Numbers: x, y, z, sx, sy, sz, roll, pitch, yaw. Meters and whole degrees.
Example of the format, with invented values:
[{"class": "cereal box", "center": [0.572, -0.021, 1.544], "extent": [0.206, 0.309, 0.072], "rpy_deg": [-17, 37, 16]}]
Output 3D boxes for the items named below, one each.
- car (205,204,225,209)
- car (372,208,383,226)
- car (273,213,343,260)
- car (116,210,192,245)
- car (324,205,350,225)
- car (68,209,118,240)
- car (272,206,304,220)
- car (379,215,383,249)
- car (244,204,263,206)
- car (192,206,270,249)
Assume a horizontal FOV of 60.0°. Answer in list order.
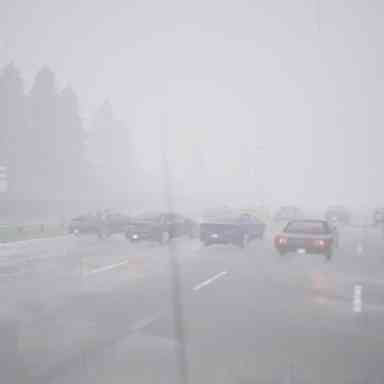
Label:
[{"class": "car", "center": [2.510, 1.874, 32.026], "extent": [1.812, 1.442, 4.674], "rpy_deg": [0, 0, 27]}, {"class": "car", "center": [14.680, 1.862, 25.081], "extent": [1.895, 1.301, 4.718], "rpy_deg": [0, -1, 27]}, {"class": "car", "center": [4.749, 1.743, 13.318], "extent": [1.895, 1.301, 4.718], "rpy_deg": [0, -1, 28]}, {"class": "car", "center": [-1.371, 1.693, 16.721], "extent": [1.837, 1.490, 4.892], "rpy_deg": [0, 0, 27]}, {"class": "car", "center": [11.862, 1.813, 27.250], "extent": [1.812, 1.442, 4.674], "rpy_deg": [0, 0, 27]}, {"class": "car", "center": [-4.490, 1.699, 18.309], "extent": [2.128, 1.511, 4.902], "rpy_deg": [0, -1, 27]}, {"class": "car", "center": [8.111, 1.843, 27.624], "extent": [2.033, 1.411, 5.357], "rpy_deg": [0, -1, 27]}, {"class": "car", "center": [7.863, 1.723, 11.720], "extent": [1.895, 1.301, 4.718], "rpy_deg": [0, -1, 27]}, {"class": "car", "center": [5.788, 1.809, 30.741], "extent": [1.882, 1.535, 5.008], "rpy_deg": [0, 0, 27]}, {"class": "car", "center": [2.093, 1.649, 15.797], "extent": [1.882, 1.535, 5.008], "rpy_deg": [0, 0, 27]}]
